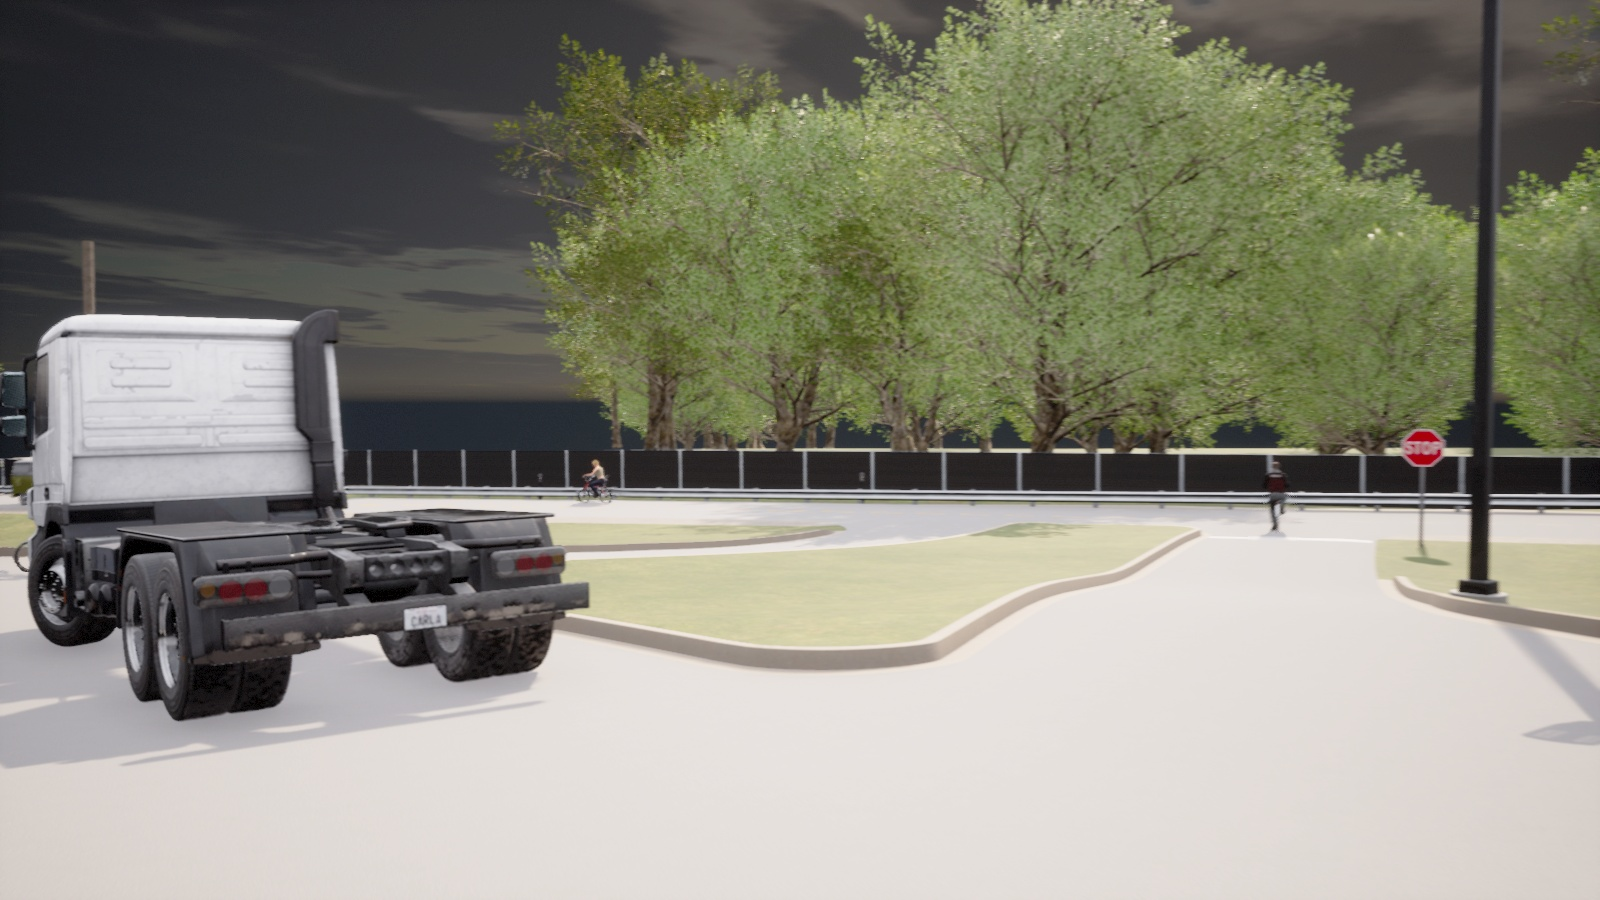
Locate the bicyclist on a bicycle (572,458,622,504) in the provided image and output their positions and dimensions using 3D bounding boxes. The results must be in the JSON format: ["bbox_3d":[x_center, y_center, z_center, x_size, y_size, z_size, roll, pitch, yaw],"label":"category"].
[{"bbox_3d":[-7.388,1.131,45.697,1.509,1.612,0.866,0,2,26],"label":"bicyclist on a bicycle"}]

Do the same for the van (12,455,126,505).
[{"bbox_3d":[-30.827,1.234,52.960,4.442,1.987,1.775,-1,2,23],"label":"van"}]

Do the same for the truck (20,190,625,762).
[{"bbox_3d":[-4.950,0.181,11.612,2.891,3.462,7.936,-2,0,-38],"label":"truck"}]

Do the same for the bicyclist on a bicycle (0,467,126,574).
[{"bbox_3d":[-11.425,1.084,19.485,1.509,1.612,0.866,1,-2,-14],"label":"bicyclist on a bicycle"}]
